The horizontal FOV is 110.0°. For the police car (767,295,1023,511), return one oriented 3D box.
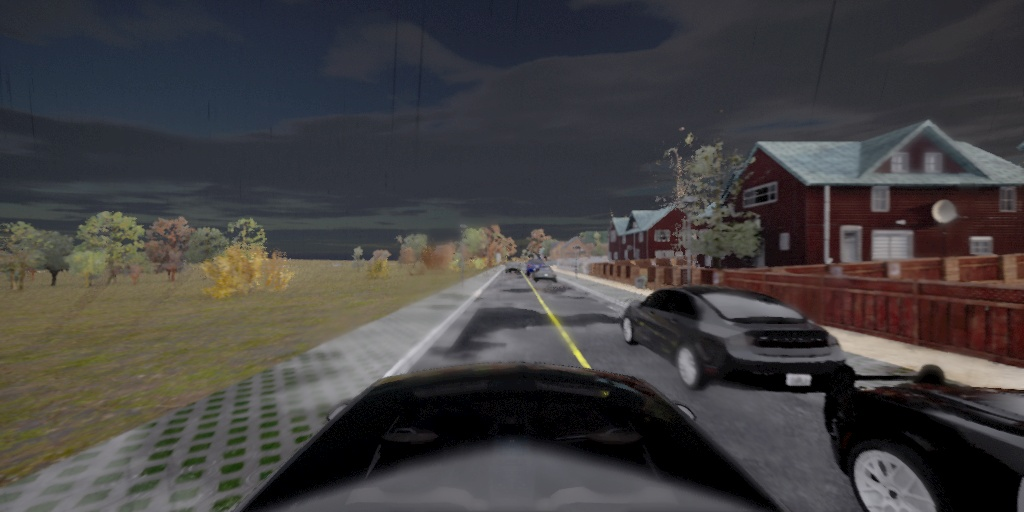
[{"bbox_3d":[3.564,1.189,1.004,1.930,1.638,5.238,0,0,0],"label":"police car"}]

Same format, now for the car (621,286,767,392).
[{"bbox_3d":[3.580,1.318,6.893,1.837,1.490,4.892,0,0,0],"label":"car"}]

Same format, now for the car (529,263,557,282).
[{"bbox_3d":[2.890,1.592,32.263,1.994,1.385,4.181,0,-1,0],"label":"car"}]

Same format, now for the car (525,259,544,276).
[{"bbox_3d":[2.871,1.363,44.474,2.150,2.045,5.566,0,0,0],"label":"car"}]

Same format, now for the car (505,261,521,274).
[{"bbox_3d":[0.130,1.527,49.705,2.097,1.767,4.553,0,-1,0],"label":"car"}]
